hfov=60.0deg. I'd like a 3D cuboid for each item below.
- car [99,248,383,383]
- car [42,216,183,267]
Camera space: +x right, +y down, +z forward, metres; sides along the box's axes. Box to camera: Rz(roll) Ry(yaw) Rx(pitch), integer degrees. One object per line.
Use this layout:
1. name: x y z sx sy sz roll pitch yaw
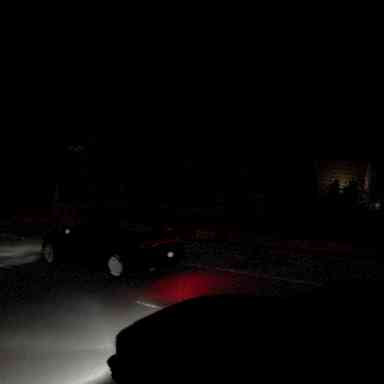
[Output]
1. car: 1.686 1.555 2.791 5.357 1.411 2.033 0 0 35
2. car: -2.578 1.481 10.130 5.008 1.535 1.882 0 0 35
